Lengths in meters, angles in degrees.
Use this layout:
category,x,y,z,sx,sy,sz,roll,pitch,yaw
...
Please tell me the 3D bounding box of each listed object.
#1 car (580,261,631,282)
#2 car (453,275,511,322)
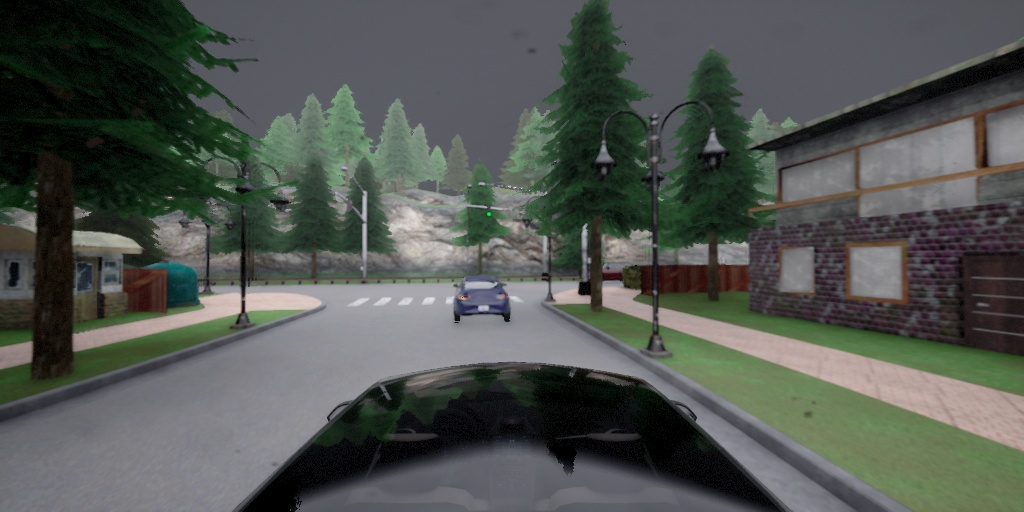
category,x,y,z,sx,sy,sz,roll,pitch,yaw
car,7.850,1.275,29.198,4.553,1.767,2.097,0,-1,-10
car,-1.138,1.420,12.918,1.812,1.442,4.674,0,-1,-7
